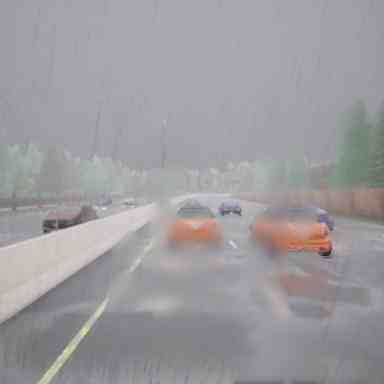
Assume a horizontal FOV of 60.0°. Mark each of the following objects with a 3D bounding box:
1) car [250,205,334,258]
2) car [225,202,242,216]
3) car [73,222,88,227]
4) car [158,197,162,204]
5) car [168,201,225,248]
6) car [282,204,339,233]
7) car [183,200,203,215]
[{"bbox_3d":[3.604,1.353,12.969,2.097,1.767,4.553,0,0,0],"label":"car"},{"bbox_3d":[3.597,1.603,32.327,1.895,1.301,4.718,0,0,0],"label":"car"},{"bbox_3d":[-7.094,1.479,19.770,1.882,1.535,5.008,0,0,0],"label":"car"},{"bbox_3d":[-6.810,1.603,63.342,1.994,1.385,4.181,0,0,2],"label":"car"},{"bbox_3d":[0.105,1.353,14.855,2.097,1.767,4.553,0,0,0],"label":"car"},{"bbox_3d":[7.093,1.527,20.402,1.812,1.442,4.674,0,0,0],"label":"car"},{"bbox_3d":[0.094,1.566,34.243,1.994,1.385,4.181,0,0,0],"label":"car"}]
